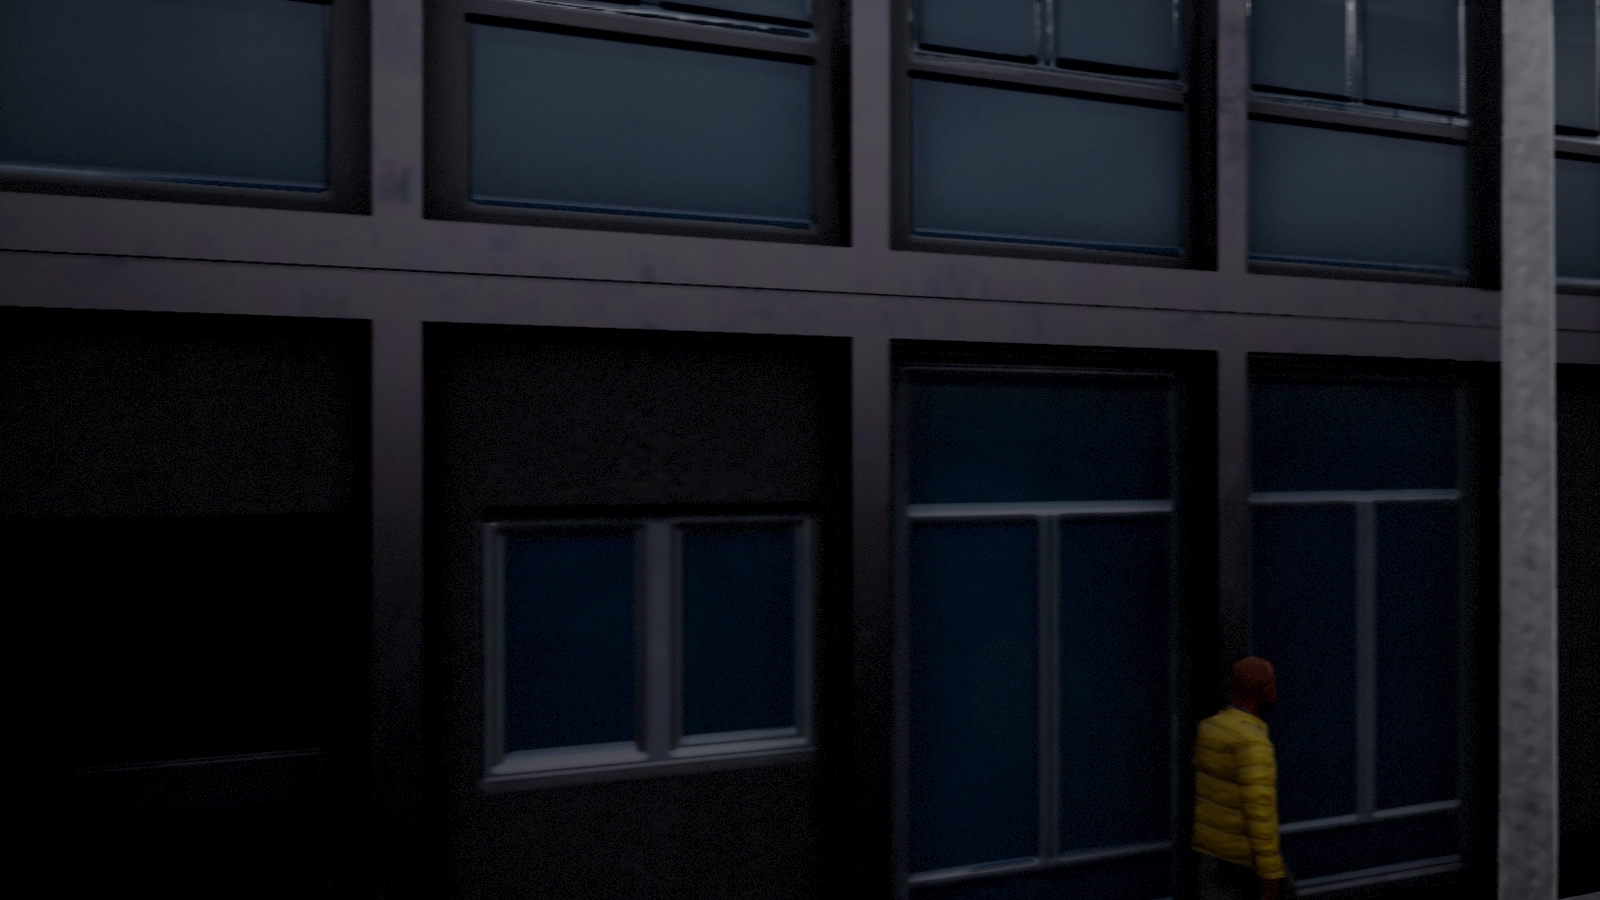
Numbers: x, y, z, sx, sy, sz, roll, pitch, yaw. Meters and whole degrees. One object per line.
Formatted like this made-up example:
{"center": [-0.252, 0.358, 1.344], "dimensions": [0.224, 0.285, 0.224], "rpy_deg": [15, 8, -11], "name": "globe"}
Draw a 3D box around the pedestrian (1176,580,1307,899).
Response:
{"center": [1.913, 1.523, 4.964], "dimensions": [0.375, 1.860, 0.375], "rpy_deg": [0, 0, -21], "name": "pedestrian"}
